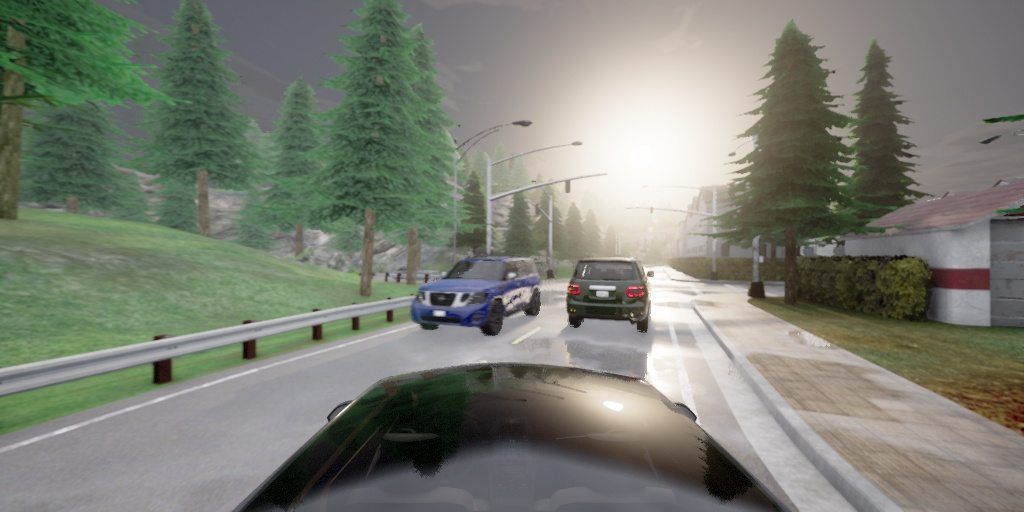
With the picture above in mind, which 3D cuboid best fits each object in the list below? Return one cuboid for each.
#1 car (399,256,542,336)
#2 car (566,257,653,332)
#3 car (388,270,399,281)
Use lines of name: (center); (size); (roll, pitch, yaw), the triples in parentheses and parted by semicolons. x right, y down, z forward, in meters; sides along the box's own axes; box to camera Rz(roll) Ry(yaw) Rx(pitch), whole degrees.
car: (-0.729, 1.027, 11.160); (2.150, 2.045, 5.566); (0, 0, 22)
car: (3.288, 1.049, 11.568); (2.150, 2.045, 5.566); (0, 0, 22)
car: (-8.367, 1.529, 31.343); (4.718, 1.301, 1.895); (0, 0, 21)
